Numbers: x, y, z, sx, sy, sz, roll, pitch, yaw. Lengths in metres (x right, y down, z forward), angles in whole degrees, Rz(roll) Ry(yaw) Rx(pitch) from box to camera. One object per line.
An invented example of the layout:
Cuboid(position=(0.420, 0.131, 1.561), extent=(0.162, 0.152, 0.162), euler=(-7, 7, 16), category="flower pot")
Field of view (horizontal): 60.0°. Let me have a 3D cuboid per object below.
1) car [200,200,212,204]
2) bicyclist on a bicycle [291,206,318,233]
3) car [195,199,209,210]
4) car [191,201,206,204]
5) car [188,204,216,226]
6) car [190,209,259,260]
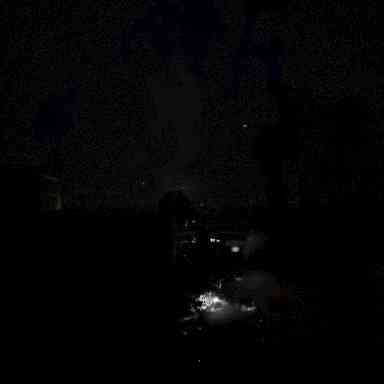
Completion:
Cuboid(position=(2.282, 2.213, 47.490), extent=(1.994, 1.385, 4.181), euler=(0, -1, -2), category="car")
Cuboid(position=(6.843, 1.697, 20.230), extent=(1.656, 1.620, 0.582), euler=(0, -1, -3), category="bicyclist on a bicycle")
Cuboid(position=(1.670, 2.201, 58.692), extent=(2.097, 1.767, 4.553), euler=(0, -1, -3), category="car")
Cuboid(position=(0.107, 1.967, 33.715), extent=(1.812, 1.442, 4.674), euler=(0, -1, -3), category="car")
Cuboid(position=(0.658, 1.841, 23.671), extent=(2.033, 1.411, 5.357), euler=(0, -1, -3), category="car")
Cuboid(position=(1.256, 1.644, 13.299), extent=(2.128, 1.511, 4.902), euler=(0, -1, -4), category="car")
